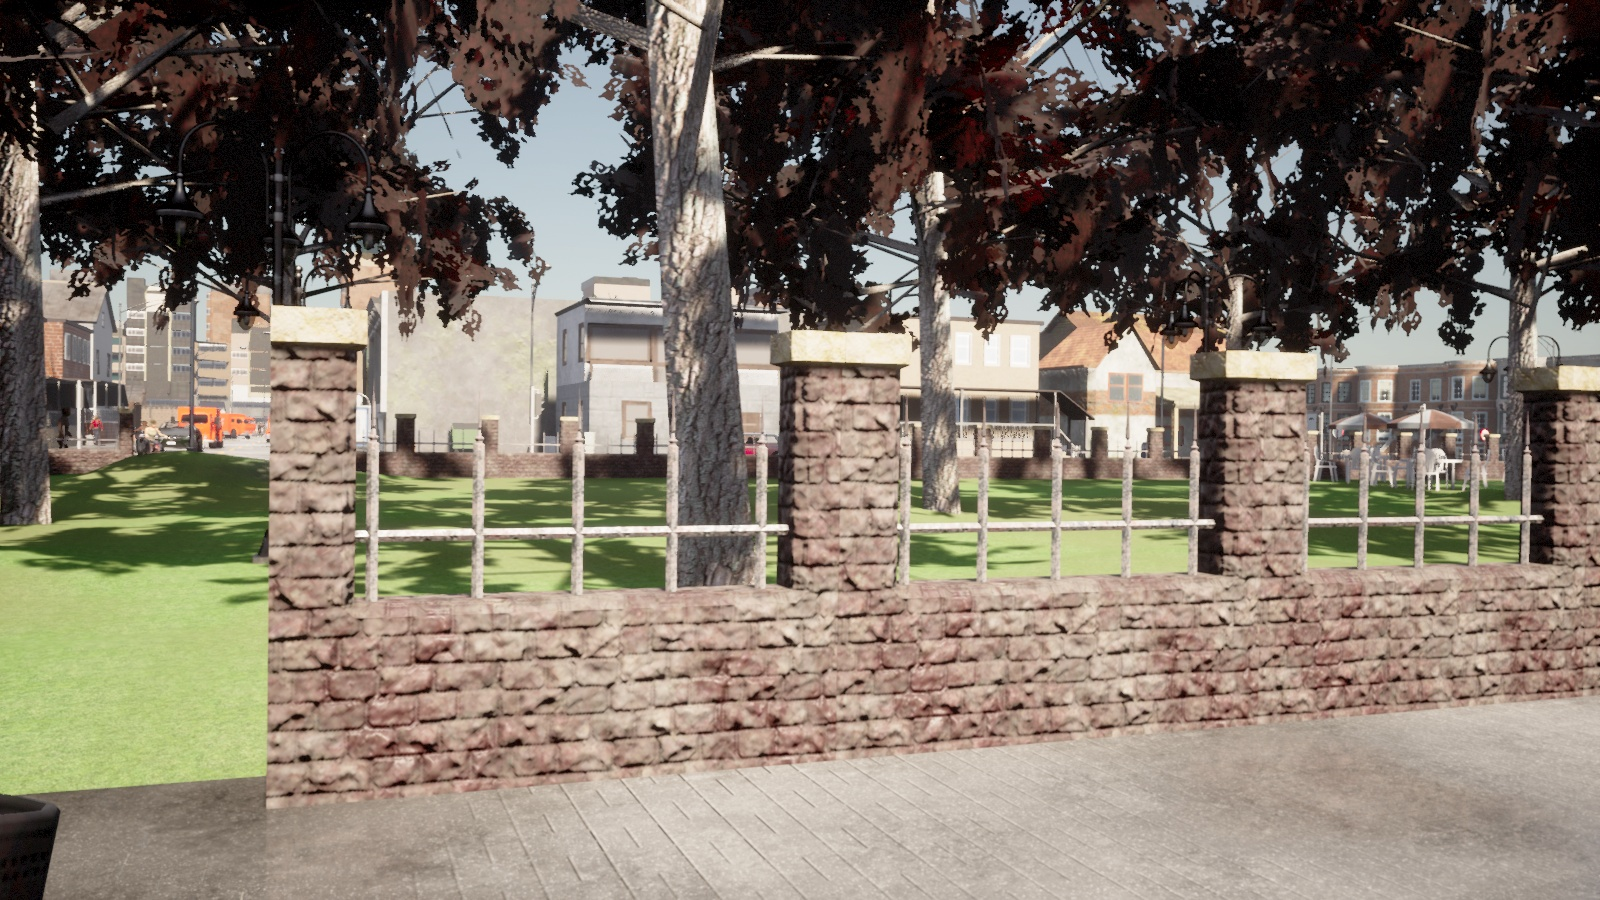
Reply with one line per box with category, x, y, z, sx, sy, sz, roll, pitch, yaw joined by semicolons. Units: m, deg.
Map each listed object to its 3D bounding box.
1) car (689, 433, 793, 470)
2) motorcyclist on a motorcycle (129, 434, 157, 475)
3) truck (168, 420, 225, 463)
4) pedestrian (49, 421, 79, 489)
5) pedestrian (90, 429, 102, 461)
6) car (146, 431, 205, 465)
car;-2.408;0.040;51.315;3.806;1.475;1.970;-1;1;-21
motorcyclist on a motorcycle;-27.301;0.160;52.216;0.766;1.649;2.350;-1;1;-21
truck;-35.927;-0.553;74.917;2.627;2.467;5.204;-1;1;-21
pedestrian;-20.245;0.133;34.552;0.634;1.846;0.331;-1;1;-21
pedestrian;-40.169;-0.285;71.684;0.331;1.846;0.636;0;1;-6
car;-31.817;-0.156;64.106;2.152;1.651;5.027;-1;1;-21
